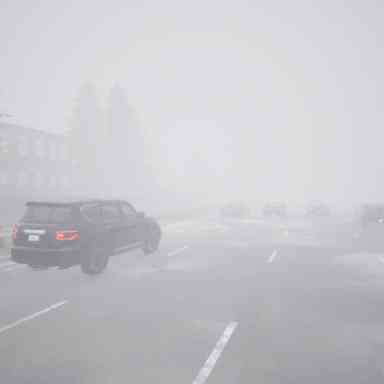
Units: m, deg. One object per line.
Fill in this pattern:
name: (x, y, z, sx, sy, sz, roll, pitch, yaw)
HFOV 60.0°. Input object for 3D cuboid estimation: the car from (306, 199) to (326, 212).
car: (14.647, 1.563, 39.398, 1.994, 1.385, 4.181, 0, 0, 18)

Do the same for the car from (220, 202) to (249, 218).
car: (3.910, 1.563, 30.115, 1.994, 1.385, 4.181, 0, 0, 20)

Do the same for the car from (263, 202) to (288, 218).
car: (7.658, 1.600, 30.207, 1.895, 1.301, 4.718, 0, 0, 20)

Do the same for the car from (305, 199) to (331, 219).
car: (11.182, 1.525, 29.685, 1.812, 1.442, 4.674, 0, 0, 20)

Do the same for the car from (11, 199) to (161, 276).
car: (-2.979, 1.221, 10.695, 2.150, 2.045, 5.566, 0, 0, 20)

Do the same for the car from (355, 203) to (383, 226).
car: (12.461, 1.504, 22.812, 1.837, 1.490, 4.892, 0, 0, 20)
